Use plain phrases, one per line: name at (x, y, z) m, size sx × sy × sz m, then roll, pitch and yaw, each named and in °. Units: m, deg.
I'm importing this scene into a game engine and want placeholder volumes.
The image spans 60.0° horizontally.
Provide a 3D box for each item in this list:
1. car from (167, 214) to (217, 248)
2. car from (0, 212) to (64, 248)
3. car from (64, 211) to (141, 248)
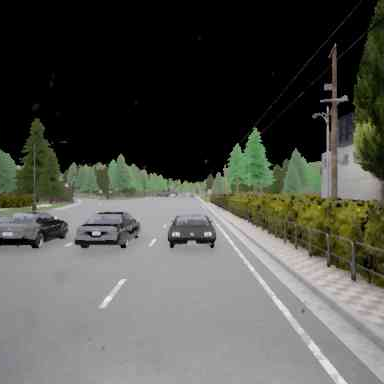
car at (0.000, 1.613, 14.680) m, size 1.895 × 1.301 × 4.718 m, roll 0°, pitch 0°, yaw 0°
car at (-7.000, 1.569, 14.650) m, size 1.994 × 1.385 × 4.181 m, roll 0°, pitch 0°, yaw 0°
car at (-3.500, 1.560, 14.650) m, size 2.033 × 1.411 × 5.357 m, roll 0°, pitch 0°, yaw 0°
